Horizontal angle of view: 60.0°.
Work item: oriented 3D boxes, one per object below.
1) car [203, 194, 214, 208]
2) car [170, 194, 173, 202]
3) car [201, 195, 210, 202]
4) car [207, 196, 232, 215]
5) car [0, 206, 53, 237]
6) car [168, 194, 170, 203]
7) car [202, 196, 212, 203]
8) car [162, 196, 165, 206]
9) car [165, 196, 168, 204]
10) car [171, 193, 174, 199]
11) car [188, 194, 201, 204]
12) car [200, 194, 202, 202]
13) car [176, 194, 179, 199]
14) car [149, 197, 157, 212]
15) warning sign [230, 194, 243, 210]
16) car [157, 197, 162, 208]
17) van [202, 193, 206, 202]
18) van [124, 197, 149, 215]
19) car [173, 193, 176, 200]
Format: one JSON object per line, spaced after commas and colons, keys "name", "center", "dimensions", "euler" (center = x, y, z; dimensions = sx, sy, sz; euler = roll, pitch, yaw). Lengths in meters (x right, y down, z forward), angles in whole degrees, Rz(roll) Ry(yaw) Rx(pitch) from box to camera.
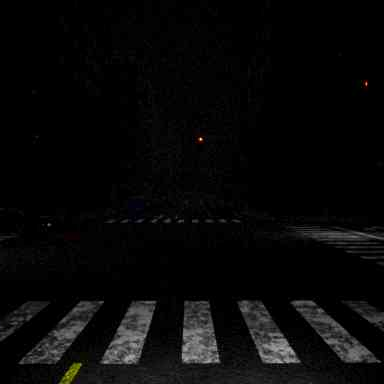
{"name": "car", "center": [2.892, 1.443, 44.718], "dimensions": [1.967, 1.590, 4.097], "euler": [0, 0, 0]}
{"name": "car", "center": [-5.517, 1.566, 67.431], "dimensions": [1.947, 1.339, 4.313], "euler": [0, 0, 0]}
{"name": "car", "center": [3.067, 1.437, 78.734], "dimensions": [1.967, 1.590, 4.097], "euler": [0, 0, 0]}
{"name": "car", "center": [2.834, 1.442, 33.380], "dimensions": [1.967, 1.590, 4.097], "euler": [0, 0, 0]}
{"name": "car", "center": [-9.864, 1.478, 17.347], "dimensions": [4.902, 1.511, 2.128], "euler": [0, 0, 0]}
{"name": "car", "center": [-5.547, 1.527, 61.593], "dimensions": [1.752, 1.417, 4.829], "euler": [0, 0, 0]}
{"name": "car", "center": [3.009, 1.551, 67.395], "dimensions": [2.008, 1.369, 4.403], "euler": [0, 0, 0]}
{"name": "car", "center": [-5.604, 1.585, 50.427], "dimensions": [1.802, 1.307, 4.206], "euler": [0, 0, 0]}
{"name": "car", "center": [-5.575, 1.568, 56.095], "dimensions": [1.947, 1.339, 4.313], "euler": [0, 0, 0]}
{"name": "car", "center": [-5.488, 1.543, 73.099], "dimensions": [1.887, 1.381, 4.507], "euler": [0, 0, 0]}
{"name": "car", "center": [0.324, 1.565, 63.753], "dimensions": [1.994, 1.385, 4.181], "euler": [0, 0, 0]}
{"name": "car", "center": [2.980, 1.527, 61.896], "dimensions": [1.752, 1.417, 4.829], "euler": [0, 0, 0]}
{"name": "car", "center": [-5.401, 1.307, 90.104], "dimensions": [2.192, 1.841, 5.009], "euler": [0, 0, 0]}
{"name": "car", "center": [-5.662, 1.443, 39.090], "dimensions": [1.967, 1.590, 4.097], "euler": [0, 0, 0]}
{"name": "warning sign", "center": [5.266, 1.118, 39.362], "dimensions": [1.300, 1.860, 1.060], "euler": [0, 0, 0]}
{"name": "car", "center": [-5.633, 1.569, 44.758], "dimensions": [1.947, 1.339, 4.313], "euler": [0, 0, 0]}
{"name": "van", "center": [2.950, 1.344, 56.057], "dimensions": [1.690, 1.788, 3.998], "euler": [0, 0, 0]}
{"name": "van", "center": [-5.692, 1.343, 33.422], "dimensions": [1.690, 1.788, 3.998], "euler": [0, 0, 0]}
{"name": "car", "center": [-5.460, 1.522, 78.598], "dimensions": [1.752, 1.417, 4.829], "euler": [0, 0, 0]}
